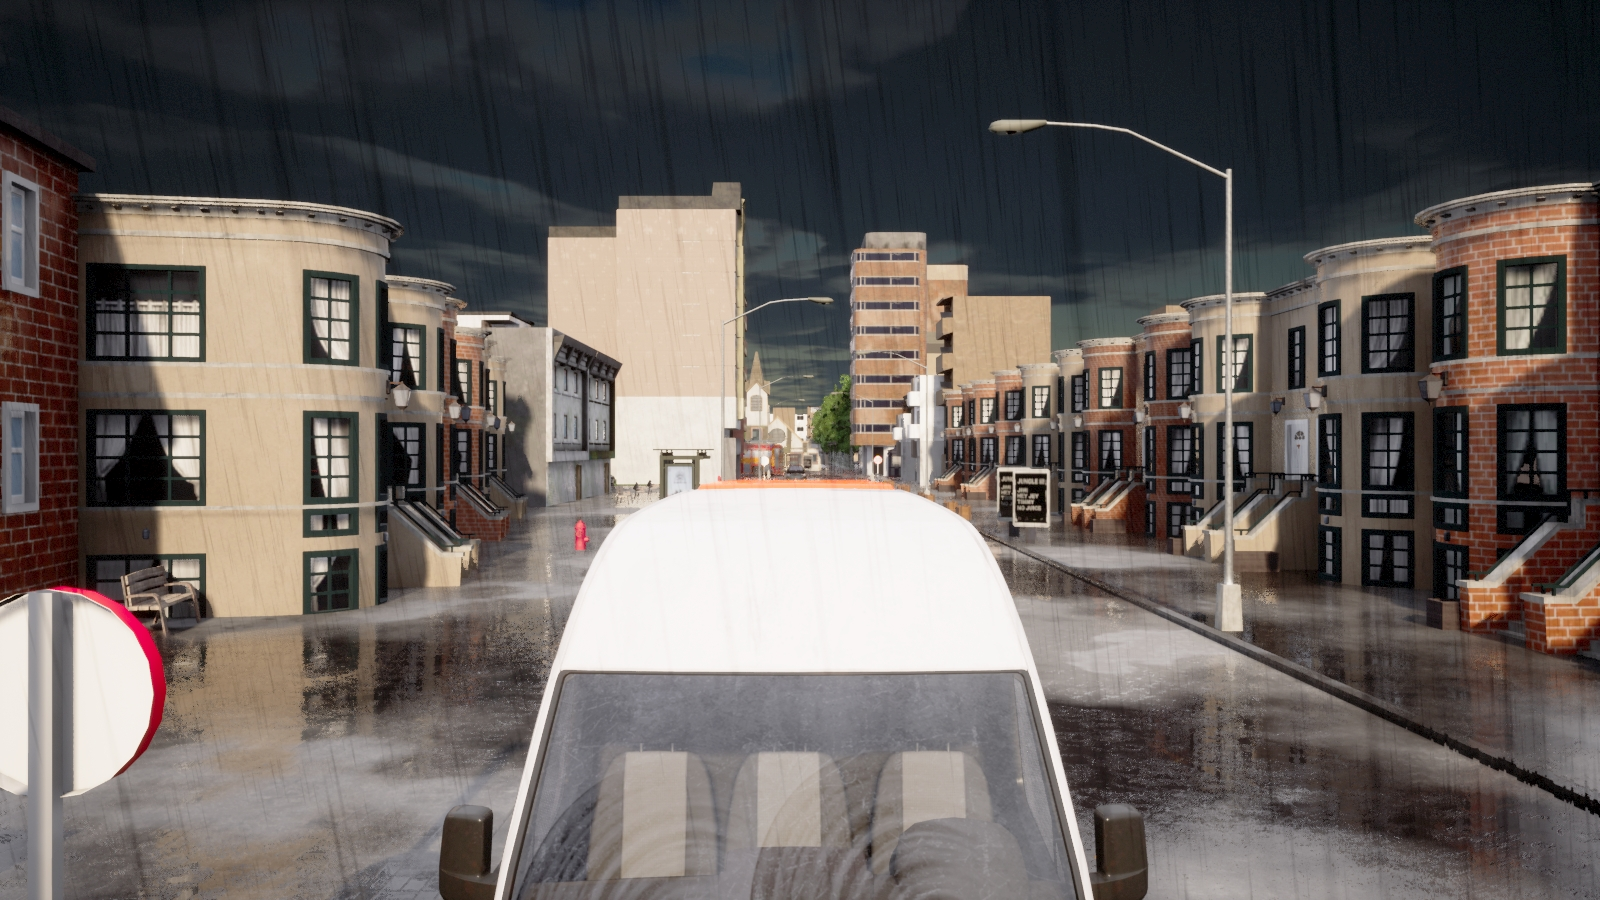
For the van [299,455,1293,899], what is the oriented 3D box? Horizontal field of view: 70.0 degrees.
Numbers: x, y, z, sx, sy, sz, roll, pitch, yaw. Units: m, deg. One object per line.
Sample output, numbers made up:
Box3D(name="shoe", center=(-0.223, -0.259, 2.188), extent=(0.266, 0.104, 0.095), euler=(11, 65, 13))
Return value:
Box3D(name="van", center=(-0.019, 1.314, 5.243), extent=(1.988, 2.561, 5.915), euler=(0, 0, 0))
